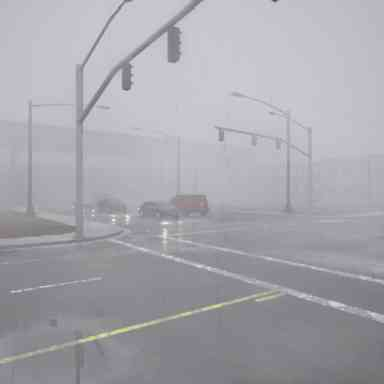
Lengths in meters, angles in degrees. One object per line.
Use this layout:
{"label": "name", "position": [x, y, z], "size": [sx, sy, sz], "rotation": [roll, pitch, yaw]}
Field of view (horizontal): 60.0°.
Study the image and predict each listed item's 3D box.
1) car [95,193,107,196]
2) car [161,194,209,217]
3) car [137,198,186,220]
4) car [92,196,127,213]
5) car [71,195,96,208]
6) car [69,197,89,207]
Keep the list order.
{"label": "car", "position": [-14.901, 1.221, 54.777], "size": [2.150, 2.045, 5.566], "rotation": [-1, 0, -11]}
{"label": "car", "position": [-0.620, 1.221, 31.294], "size": [2.150, 2.045, 5.566], "rotation": [0, 0, -34]}
{"label": "car", "position": [-2.872, 1.505, 28.448], "size": [1.837, 1.490, 4.892], "rotation": [0, 0, -36]}
{"label": "car", "position": [-8.874, 1.478, 36.586], "size": [1.882, 1.535, 5.008], "rotation": [0, 0, -36]}
{"label": "car", "position": [-14.579, 1.526, 44.797], "size": [1.812, 1.442, 4.674], "rotation": [0, 0, -32]}
{"label": "car", "position": [-18.312, 1.547, 54.198], "size": [2.033, 1.411, 5.357], "rotation": [0, 0, -7]}
